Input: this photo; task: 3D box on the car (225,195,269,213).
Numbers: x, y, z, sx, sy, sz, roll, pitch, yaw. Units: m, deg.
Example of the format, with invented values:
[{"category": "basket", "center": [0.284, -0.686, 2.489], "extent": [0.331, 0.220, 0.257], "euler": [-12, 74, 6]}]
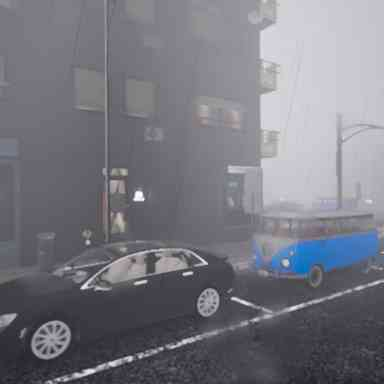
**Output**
[{"category": "car", "center": [6.269, 1.281, 38.634], "extent": [2.192, 1.841, 5.009], "euler": [0, 0, -35]}]

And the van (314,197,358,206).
[{"category": "van", "center": [12.618, 1.358, 29.595], "extent": [1.690, 1.788, 3.998], "euler": [0, 0, -35]}]

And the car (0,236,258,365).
[{"category": "car", "center": [-1.196, 1.563, 5.716], "extent": [4.403, 1.369, 2.008], "euler": [0, -1, -35]}]

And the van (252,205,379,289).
[{"category": "van", "center": [3.367, 1.384, 8.966], "extent": [3.998, 1.788, 1.690], "euler": [0, -1, -35]}]

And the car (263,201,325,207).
[{"category": "car", "center": [7.693, 1.664, 26.525], "extent": [1.895, 1.301, 4.718], "euler": [-1, 1, -38]}]
